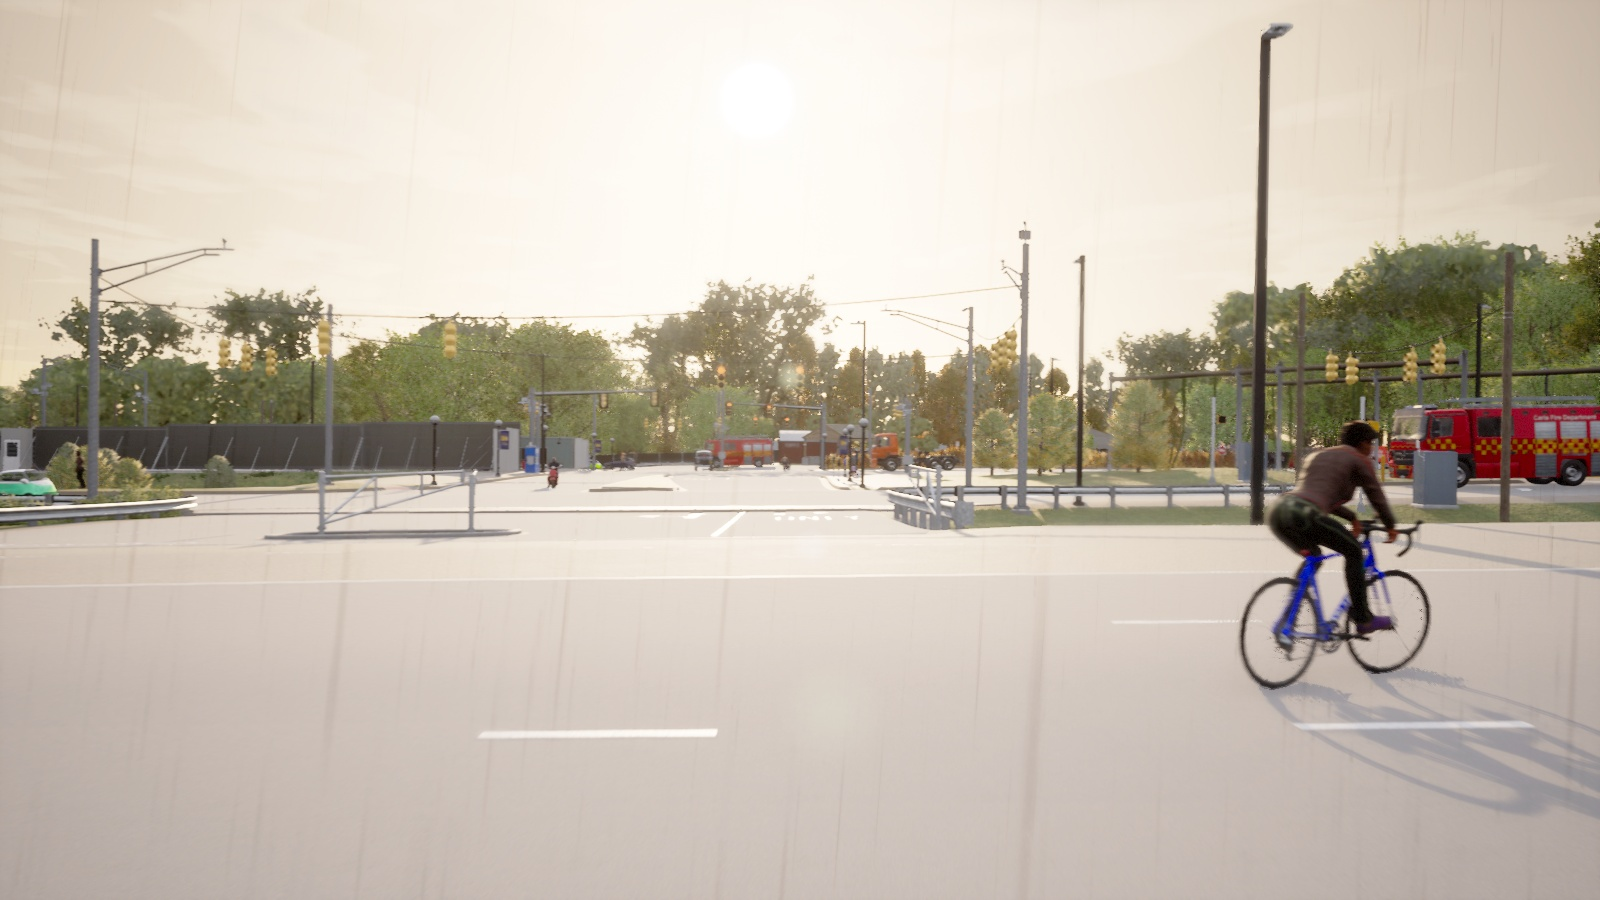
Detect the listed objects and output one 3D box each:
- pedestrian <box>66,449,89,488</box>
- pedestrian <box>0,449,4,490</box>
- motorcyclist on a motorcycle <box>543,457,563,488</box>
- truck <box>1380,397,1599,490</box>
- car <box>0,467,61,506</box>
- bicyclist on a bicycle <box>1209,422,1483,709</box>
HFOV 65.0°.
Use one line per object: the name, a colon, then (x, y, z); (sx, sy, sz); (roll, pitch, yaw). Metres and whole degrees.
pedestrian: (-34.061, 0.876, 59.201); (0.869, 1.805, 0.328); (1, 1, -2)
pedestrian: (-38.209, 0.912, 59.409); (0.788, 1.949, 0.423); (1, 1, 0)
motorcyclist on a motorcycle: (-12.742, 1.154, 64.745); (0.866, 1.590, 1.817); (0, 0, -6)
truck: (30.045, -0.296, 54.414); (8.468, 3.827, 2.891); (-1, 1, -1)
car: (-28.853, 1.340, 46.387); (2.207, 1.376, 1.481); (0, 1, 0)
bicyclist on a bicycle: (3.374, 0.645, 7.742); (1.656, 1.620, 0.582); (0, 2, -27)
